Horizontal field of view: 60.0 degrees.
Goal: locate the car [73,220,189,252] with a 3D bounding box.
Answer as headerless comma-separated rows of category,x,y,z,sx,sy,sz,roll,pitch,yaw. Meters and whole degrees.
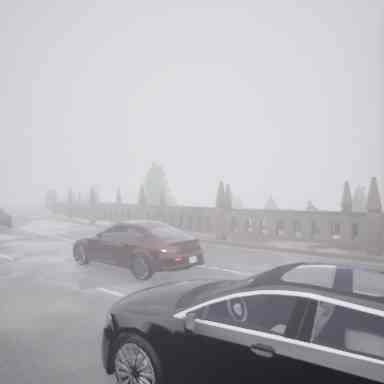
car,-1.733,1.581,10.080,4.674,1.442,1.812,0,0,40

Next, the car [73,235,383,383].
car,1.118,1.512,3.353,4.902,1.511,2.128,0,0,36

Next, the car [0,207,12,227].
car,-13.725,1.680,22.771,1.994,1.385,4.181,0,0,-38
